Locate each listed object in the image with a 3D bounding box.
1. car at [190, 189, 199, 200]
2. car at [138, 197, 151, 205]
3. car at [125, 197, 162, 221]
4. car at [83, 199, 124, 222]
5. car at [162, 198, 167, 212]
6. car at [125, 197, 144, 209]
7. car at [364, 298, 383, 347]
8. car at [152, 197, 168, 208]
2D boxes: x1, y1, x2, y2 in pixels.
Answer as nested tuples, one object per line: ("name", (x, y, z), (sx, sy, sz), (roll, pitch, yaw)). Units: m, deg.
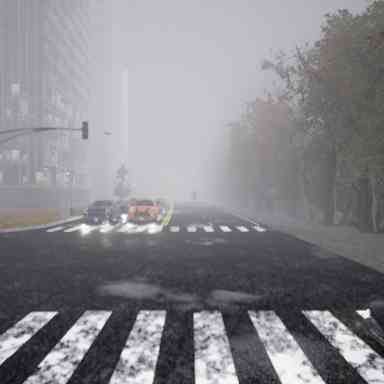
("car", (0.362, 0.460, 67.904), (1.511, 2.128, 4.902), (3, 4, -5))
("car", (-8.461, 1.583, 59.498), (1.994, 1.385, 4.181), (0, 0, -4))
("car", (-3.773, 1.355, 26.675), (2.097, 1.767, 4.553), (0, 0, -2))
("car", (-7.013, 1.356, 26.322), (2.097, 1.767, 4.553), (0, 0, -2))
("car", (-4.094, 1.553, 36.137), (2.033, 1.411, 5.357), (0, 0, -2))
("car", (-7.743, 1.487, 45.274), (1.882, 1.535, 5.008), (0, 0, -3))
("car", (3.414, 1.509, 2.328), (2.033, 1.411, 5.357), (-2, -1, -1))
("car", (-4.678, 1.558, 49.249), (2.033, 1.411, 5.357), (0, 0, -3))
